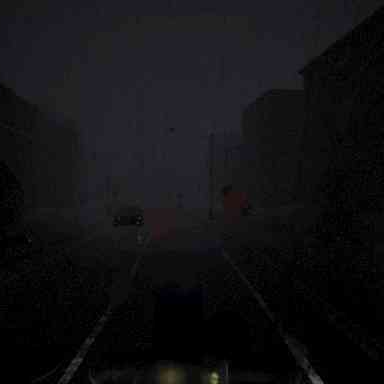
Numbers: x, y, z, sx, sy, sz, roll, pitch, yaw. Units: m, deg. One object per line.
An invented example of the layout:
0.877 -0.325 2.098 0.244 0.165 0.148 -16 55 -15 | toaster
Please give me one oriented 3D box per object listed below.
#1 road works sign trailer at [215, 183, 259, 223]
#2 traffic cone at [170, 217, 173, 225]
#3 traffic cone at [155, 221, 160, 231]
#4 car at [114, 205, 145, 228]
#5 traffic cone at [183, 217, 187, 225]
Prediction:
3.289 1.114 24.200 2.380 2.880 3.560 46 22 20 | road works sign trailer
-1.524 2.148 24.378 0.340 0.580 0.340 0 -1 -4 | traffic cone
-2.044 2.037 18.314 0.340 0.580 0.340 0 -1 -5 | traffic cone
-4.423 1.676 23.796 1.882 1.535 5.008 0 -1 -6 | car
-0.528 2.144 24.457 0.340 0.580 0.340 0 -1 -4 | traffic cone
